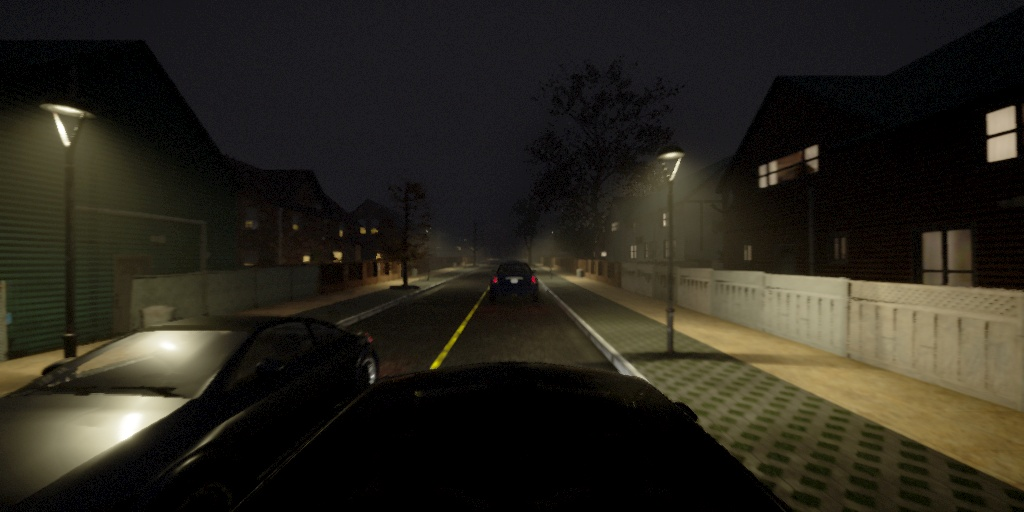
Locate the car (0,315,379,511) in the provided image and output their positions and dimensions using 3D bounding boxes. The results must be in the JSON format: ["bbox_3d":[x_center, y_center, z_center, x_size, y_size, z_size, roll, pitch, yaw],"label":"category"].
[{"bbox_3d":[-2.851,1.306,3.353,1.994,1.385,4.181,0,0,0],"label":"car"}]

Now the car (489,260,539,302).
[{"bbox_3d":[0.097,1.034,16.732,2.097,1.767,4.553,0,0,0],"label":"car"}]
